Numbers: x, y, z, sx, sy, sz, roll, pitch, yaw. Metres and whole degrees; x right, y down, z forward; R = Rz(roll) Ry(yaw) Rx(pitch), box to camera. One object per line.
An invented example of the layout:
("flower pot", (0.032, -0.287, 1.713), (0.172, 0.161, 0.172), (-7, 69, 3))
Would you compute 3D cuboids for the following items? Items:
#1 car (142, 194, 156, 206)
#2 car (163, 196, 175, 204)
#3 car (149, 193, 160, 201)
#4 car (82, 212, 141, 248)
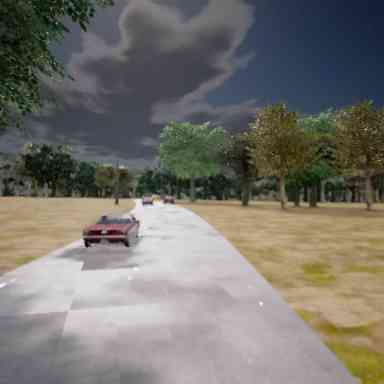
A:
("car", (-7.591, 1.530, 57.089), (1.882, 1.535, 5.008), (0, 0, -8))
("car", (-4.444, 1.532, 63.326), (1.882, 1.535, 5.008), (0, 0, -10))
("car", (-8.966, 1.366, 82.030), (1.882, 1.535, 5.008), (0, 0, -11))
("car", (-3.472, 1.626, 15.054), (1.895, 1.301, 4.718), (0, 0, -3))
